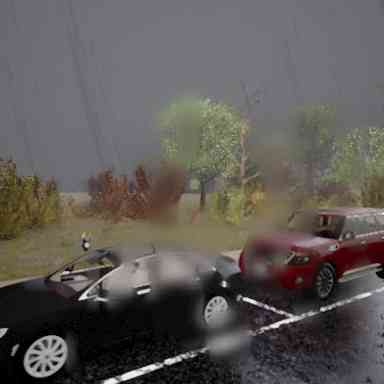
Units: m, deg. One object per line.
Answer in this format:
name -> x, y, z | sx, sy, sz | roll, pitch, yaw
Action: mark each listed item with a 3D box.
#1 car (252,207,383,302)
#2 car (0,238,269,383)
car -> 3.526, 1.350, 8.589 | 5.009, 1.841, 2.192 | 0, 0, -35
car -> -1.083, 1.560, 5.314 | 4.403, 1.369, 2.008 | 0, 0, -35
